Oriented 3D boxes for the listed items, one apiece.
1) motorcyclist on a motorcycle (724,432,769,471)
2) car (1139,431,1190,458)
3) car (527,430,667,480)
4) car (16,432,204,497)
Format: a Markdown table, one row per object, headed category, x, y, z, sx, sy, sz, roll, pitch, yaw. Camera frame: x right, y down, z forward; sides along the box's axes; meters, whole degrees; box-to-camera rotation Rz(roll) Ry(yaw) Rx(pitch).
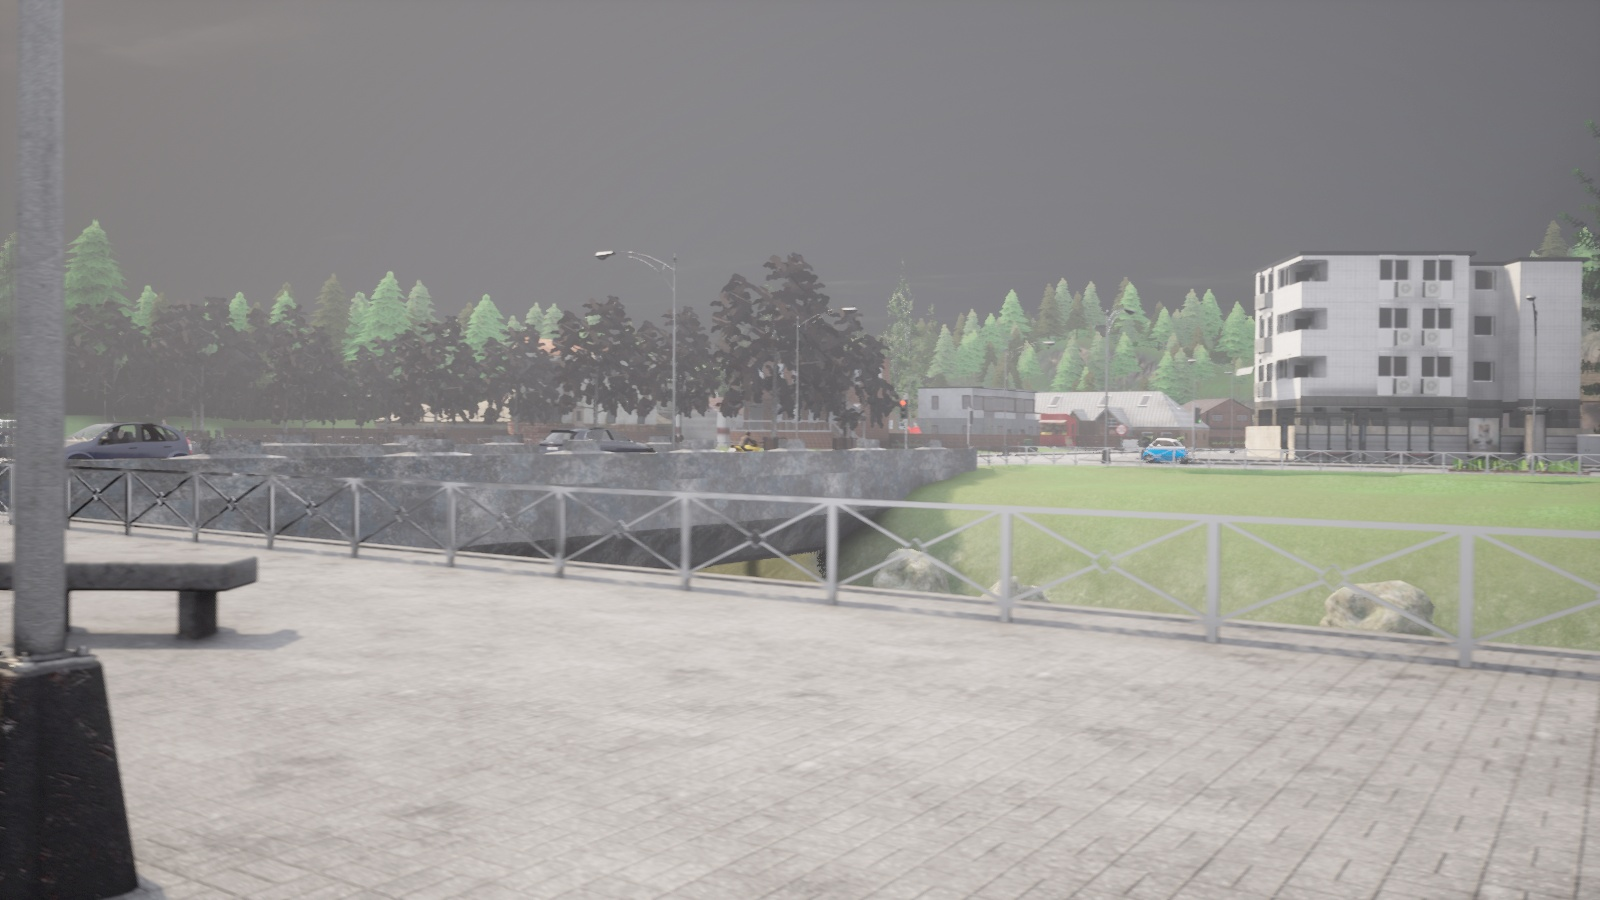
| category | x | y | z | sx | sy | sz | roll | pitch | yaw |
| --- | --- | --- | --- | --- | --- | --- | --- | --- | --- |
| motorcyclist on a motorcycle | -2.157 | 0.039 | 50.890 | 0.797 | 1.523 | 2.044 | 0 | 1 | 34 |
| car | 19.071 | -0.283 | 65.661 | 2.207 | 1.376 | 1.481 | 0 | 1 | 34 |
| car | -6.966 | 0.129 | 43.646 | 2.033 | 1.649 | 4.856 | 0 | 1 | 34 |
| car | -18.404 | 0.337 | 33.649 | 1.851 | 1.617 | 3.988 | 0 | 1 | 34 |
